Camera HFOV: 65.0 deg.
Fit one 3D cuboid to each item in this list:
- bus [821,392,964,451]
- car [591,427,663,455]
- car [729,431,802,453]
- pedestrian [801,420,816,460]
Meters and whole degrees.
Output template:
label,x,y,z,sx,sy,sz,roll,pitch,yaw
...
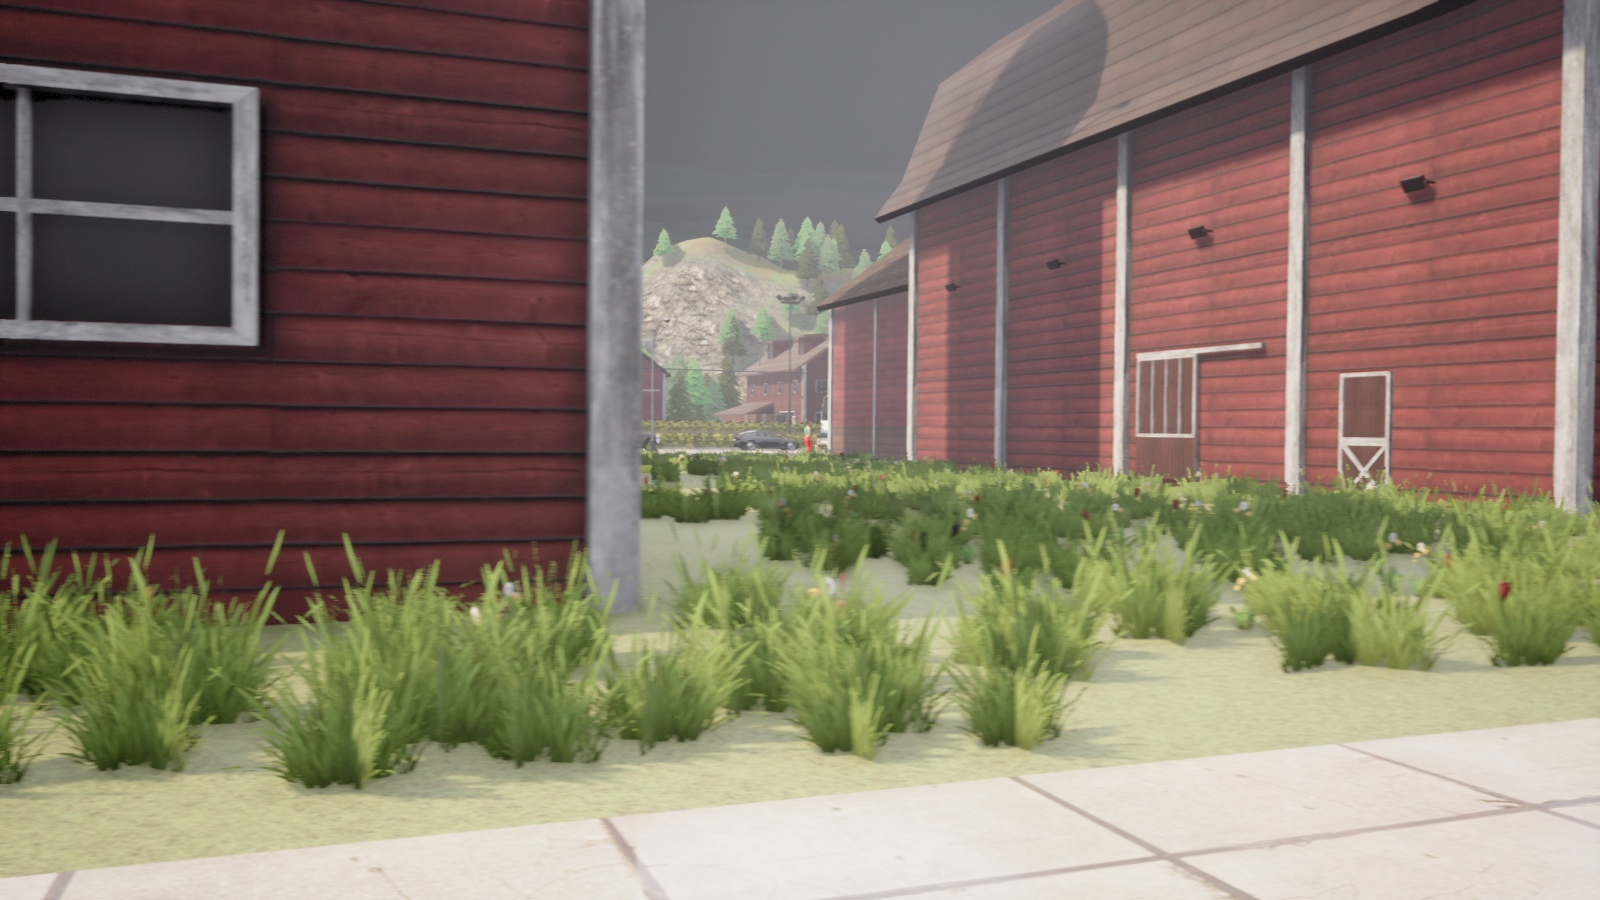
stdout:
label,x,y,z,sx,sy,sz,roll,pitch,yaw
bus,6.977,-2.159,94.109,10.273,4.253,3.944,-1,1,-31
car,-11.899,-0.634,86.284,4.605,1.855,1.932,-1,1,-20
car,-2.455,-0.610,89.795,4.792,1.488,2.163,-1,1,-20
pedestrian,0.402,-0.467,57.927,0.594,1.836,0.345,-1,1,-21
